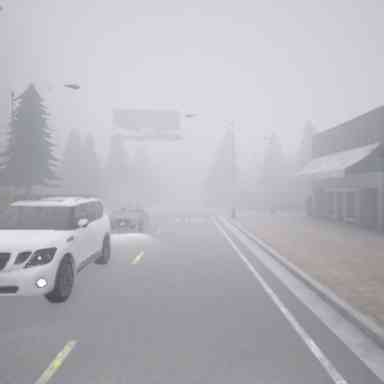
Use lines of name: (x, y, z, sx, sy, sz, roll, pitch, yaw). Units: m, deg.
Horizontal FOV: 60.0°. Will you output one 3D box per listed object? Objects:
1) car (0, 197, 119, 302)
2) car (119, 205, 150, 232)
car: (-3.624, 1.176, 8.522, 2.150, 2.045, 5.566, 0, 1, 0)
car: (-3.625, 1.463, 19.383, 1.994, 1.385, 4.181, 0, 0, 0)
